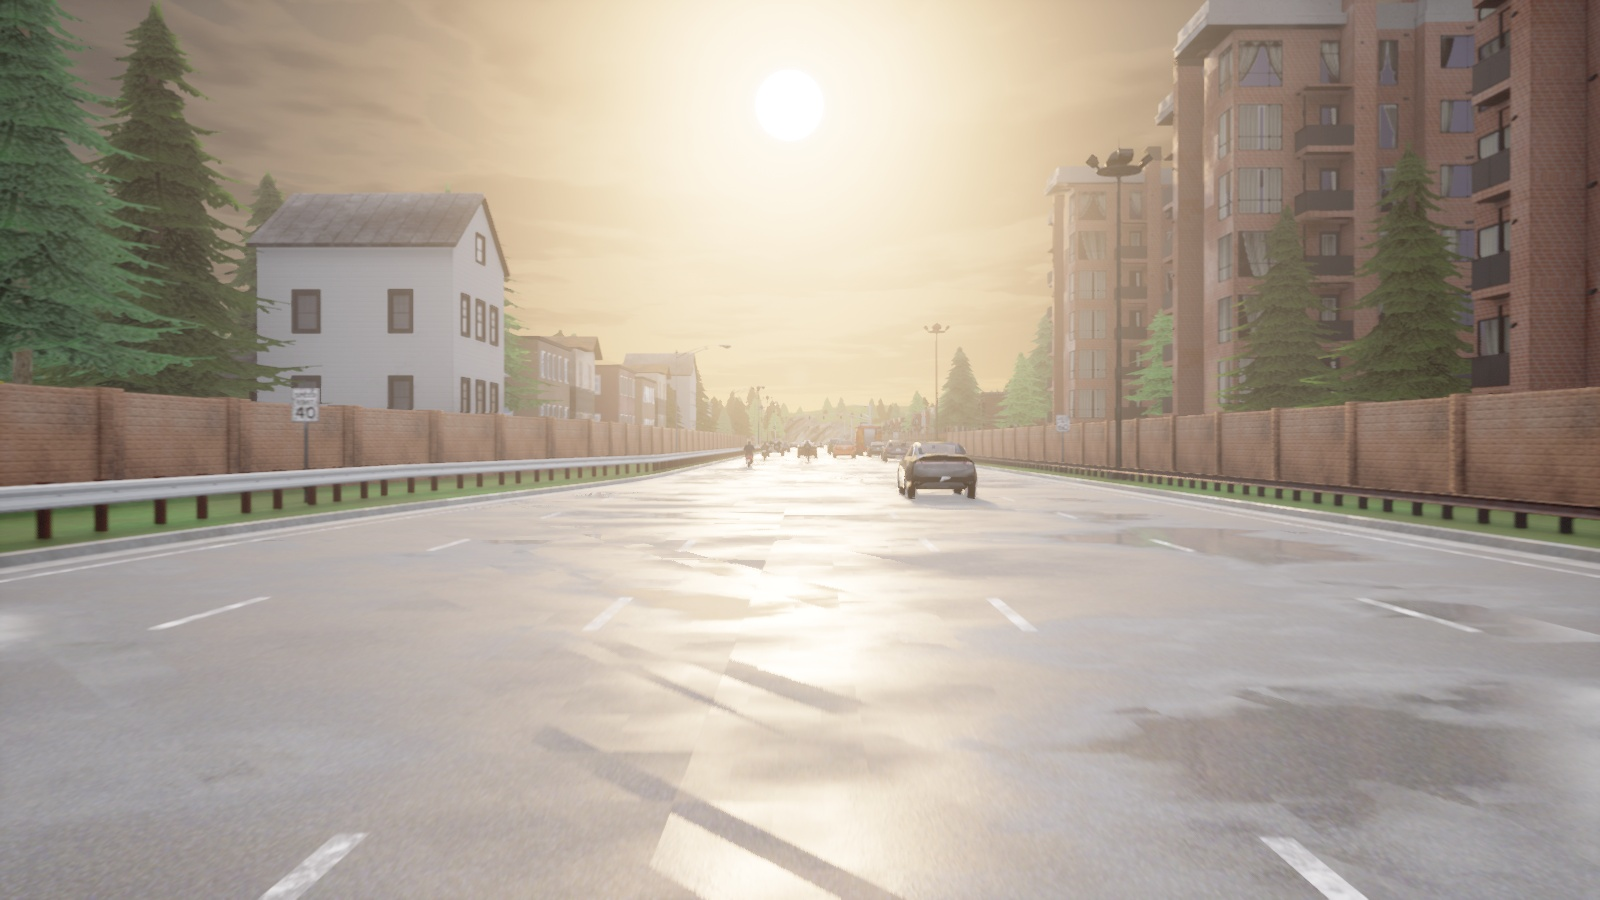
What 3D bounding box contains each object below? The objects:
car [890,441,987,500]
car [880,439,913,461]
[{"bbox_3d":[3.711,0.502,34.524,2.128,1.511,4.902,0,0,0],"label":"car"},{"bbox_3d":[7.574,0.014,98.730,2.242,1.667,4.611,0,0,0],"label":"car"}]
